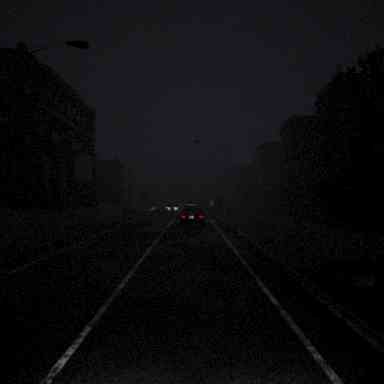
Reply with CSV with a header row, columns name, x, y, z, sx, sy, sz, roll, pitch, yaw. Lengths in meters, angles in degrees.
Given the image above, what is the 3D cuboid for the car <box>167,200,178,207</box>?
name,x,y,z,sx,sy,sz,roll,pitch,yaw
car,-3.568,2.149,61.936,1.994,1.385,4.181,0,-1,0

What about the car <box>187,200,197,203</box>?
name,x,y,z,sx,sy,sz,roll,pitch,yaw
car,-0.004,1.937,46.974,2.128,1.511,4.902,0,0,0

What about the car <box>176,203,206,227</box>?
name,x,y,z,sx,sy,sz,roll,pitch,yaw
car,0.045,1.785,25.064,2.033,1.411,5.357,0,-1,1
